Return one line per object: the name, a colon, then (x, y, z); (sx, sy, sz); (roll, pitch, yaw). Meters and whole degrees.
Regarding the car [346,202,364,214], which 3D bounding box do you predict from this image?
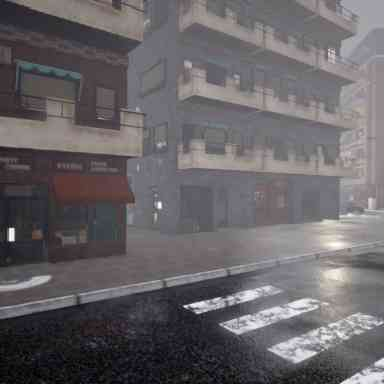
car: (18.050, 1.789, 38.328); (1.895, 1.301, 4.718); (0, 0, 5)
